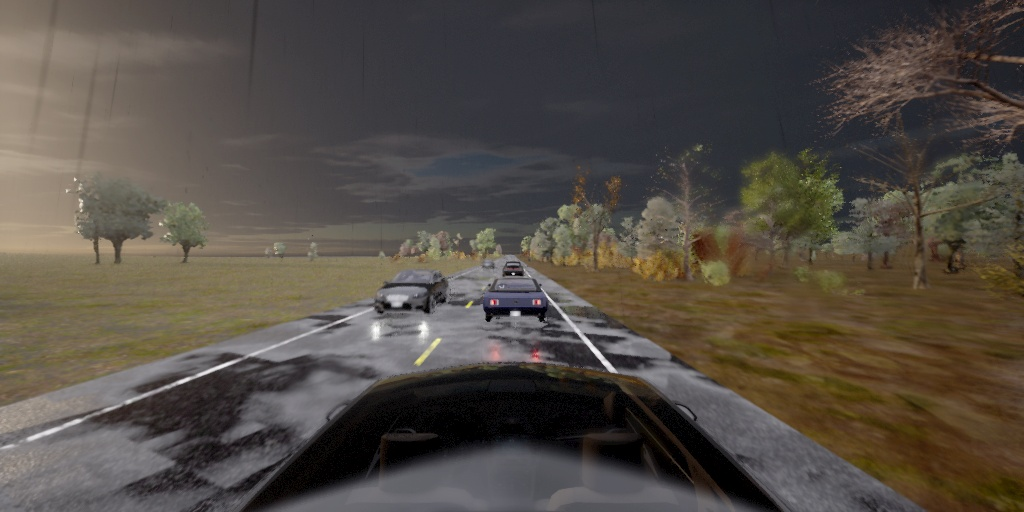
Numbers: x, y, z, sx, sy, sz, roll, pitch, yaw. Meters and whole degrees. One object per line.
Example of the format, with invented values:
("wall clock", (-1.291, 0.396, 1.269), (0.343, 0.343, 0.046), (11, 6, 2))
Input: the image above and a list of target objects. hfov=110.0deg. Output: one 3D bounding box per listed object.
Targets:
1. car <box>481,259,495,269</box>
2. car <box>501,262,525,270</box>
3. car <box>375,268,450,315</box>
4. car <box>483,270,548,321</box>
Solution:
("car", (-3.563, 1.195, 53.487), (2.128, 1.511, 4.902), (0, 0, 0))
("car", (0.108, 1.240, 32.430), (1.837, 1.490, 4.892), (0, 0, 0))
("car", (-3.597, 1.241, 13.652), (2.128, 1.511, 4.902), (0, 0, 0))
("car", (0.103, 1.350, 12.422), (1.895, 1.301, 4.718), (0, 0, 0))
